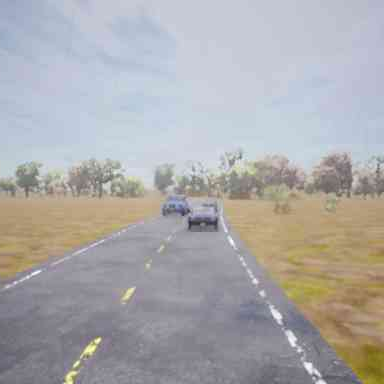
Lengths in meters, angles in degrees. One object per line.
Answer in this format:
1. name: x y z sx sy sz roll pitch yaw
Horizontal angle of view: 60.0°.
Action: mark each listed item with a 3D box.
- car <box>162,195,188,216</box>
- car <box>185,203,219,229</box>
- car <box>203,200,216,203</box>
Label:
1. car: -1.601 1.314 33.418 2.150 2.045 5.566 0 -1 5
2. car: 0.775 1.662 22.155 1.895 1.301 4.718 0 0 3
3. car: 2.168 1.658 40.568 2.033 1.411 5.357 0 0 5
